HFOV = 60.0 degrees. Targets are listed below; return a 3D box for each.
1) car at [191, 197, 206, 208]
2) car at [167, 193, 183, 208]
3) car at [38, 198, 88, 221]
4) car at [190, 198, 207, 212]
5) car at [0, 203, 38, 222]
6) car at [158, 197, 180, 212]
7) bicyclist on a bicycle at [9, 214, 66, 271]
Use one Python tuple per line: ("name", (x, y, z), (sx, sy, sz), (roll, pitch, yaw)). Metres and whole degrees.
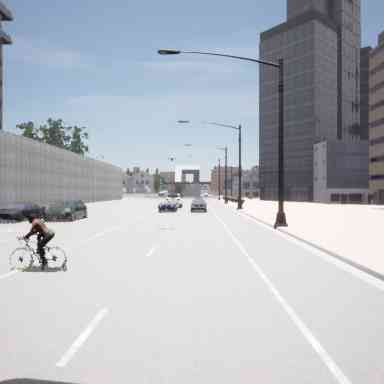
("car", (0.963, 1.547, 49.013), (2.033, 1.411, 5.357), (0, 0, 2))
("car", (-2.557, 1.221, 48.062), (2.150, 2.045, 5.566), (0, 0, 1))
("car", (-10.020, 1.352, 26.634), (2.097, 1.767, 4.553), (0, 0, 1))
("car", (0.786, 1.547, 38.392), (2.033, 1.411, 5.357), (0, 0, 1))
("car", (-13.528, 1.548, 26.341), (2.033, 1.411, 5.357), (0, 0, 1))
("car", (-2.721, 1.601, 38.247), (1.895, 1.301, 4.718), (0, 0, 1))
("bicyclist on a bicycle", (-4.410, 1.454, 9.493), (1.656, 1.620, 0.582), (-1, 0, 1))
